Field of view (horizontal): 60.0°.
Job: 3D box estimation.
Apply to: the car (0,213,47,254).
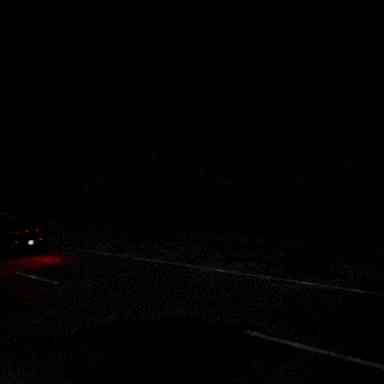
[{"bbox_3d":[-8.005,1.642,13.885,4.892,1.490,1.837,0,0,36],"label":"car"}]
